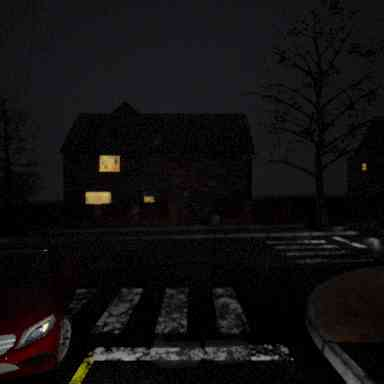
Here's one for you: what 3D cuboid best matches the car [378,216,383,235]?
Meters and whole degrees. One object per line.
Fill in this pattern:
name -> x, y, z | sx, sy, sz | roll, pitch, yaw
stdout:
car -> 10.318, 1.073, 13.880 | 4.553, 1.767, 2.097 | -1, 1, 0

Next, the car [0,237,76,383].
car -> -2.994, 1.542, 5.550 | 1.812, 1.442, 4.674 | 2, -1, -17
